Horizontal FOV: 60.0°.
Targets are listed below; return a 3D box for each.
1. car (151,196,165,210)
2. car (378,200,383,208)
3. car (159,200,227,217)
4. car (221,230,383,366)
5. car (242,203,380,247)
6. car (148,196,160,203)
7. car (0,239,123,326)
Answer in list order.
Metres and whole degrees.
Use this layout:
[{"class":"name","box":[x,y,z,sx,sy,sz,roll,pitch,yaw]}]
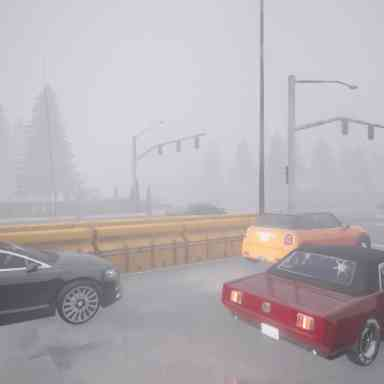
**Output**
[{"class":"car","box":[-4.494,1.477,44.170,1.882,1.535,5.008,0,0,-36]},{"class":"car","box":[26.667,1.547,44.579,5.357,1.411,2.033,0,0,-36]},{"class":"car","box":[0.402,1.547,25.507,5.357,1.411,2.033,0,0,-44]},{"class":"car","box":[2.868,1.601,5.800,4.718,1.301,1.895,0,0,-36]},{"class":"car","box":[3.815,1.352,10.781,4.553,1.767,2.097,0,0,-36]},{"class":"car","box":[-8.038,1.514,70.183,2.033,1.411,5.357,0,0,-2]},{"class":"car","box":[-3.597,1.492,5.472,4.902,1.511,2.128,0,0,-36]}]
